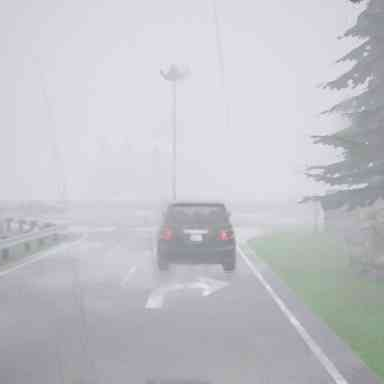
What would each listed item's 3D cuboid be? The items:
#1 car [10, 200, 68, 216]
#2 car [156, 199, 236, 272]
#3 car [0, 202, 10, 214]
[{"bbox_3d":[-14.295,1.524,31.746,4.674,1.442,1.812,0,0,2],"label":"car"},{"bbox_3d":[0.142,1.222,10.906,2.150,2.045,5.566,0,0,1],"label":"car"},{"bbox_3d":[-21.542,1.544,35.451,5.357,1.411,2.033,0,0,2],"label":"car"}]
